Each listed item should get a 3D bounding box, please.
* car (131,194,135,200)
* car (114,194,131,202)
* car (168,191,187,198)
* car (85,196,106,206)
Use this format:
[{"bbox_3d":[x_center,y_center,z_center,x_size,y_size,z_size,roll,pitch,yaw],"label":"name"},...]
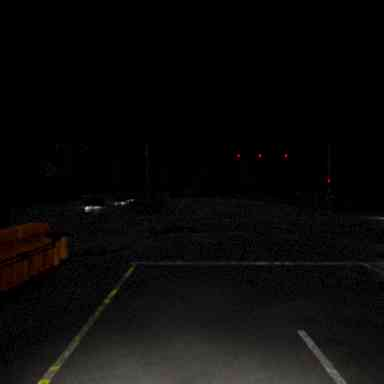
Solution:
[{"bbox_3d":[-14.798,1.212,80.230,1.895,1.301,4.718,0,0,-6],"label":"car"},{"bbox_3d":[-13.982,1.255,65.583,1.994,1.385,4.181,0,0,0],"label":"car"},{"bbox_3d":[-4.221,0.758,95.566,2.150,2.045,5.566,0,0,-22],"label":"car"},{"bbox_3d":[-14.062,1.324,48.720,2.033,1.411,5.357,0,0,0],"label":"car"}]
